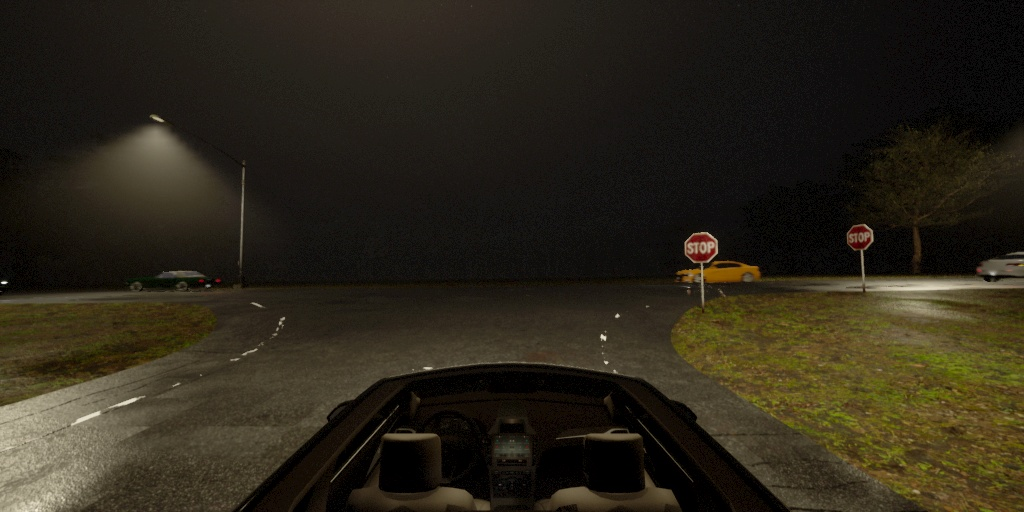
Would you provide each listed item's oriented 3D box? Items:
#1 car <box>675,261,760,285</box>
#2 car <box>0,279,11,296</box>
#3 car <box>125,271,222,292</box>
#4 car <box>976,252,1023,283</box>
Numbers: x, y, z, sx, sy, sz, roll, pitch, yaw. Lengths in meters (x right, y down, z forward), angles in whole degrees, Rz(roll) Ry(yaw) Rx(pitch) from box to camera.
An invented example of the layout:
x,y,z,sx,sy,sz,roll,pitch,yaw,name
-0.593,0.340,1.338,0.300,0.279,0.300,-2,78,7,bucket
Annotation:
x,y,z,sx,sy,sz,roll,pitch,yaw,name
13.216,1.100,23.227,5.008,1.535,1.882,-2,-3,-1,car
-25.926,1.305,16.117,4.718,1.301,1.895,-1,-3,1,car
-21.709,1.640,23.068,4.718,1.301,1.895,-1,-3,1,car
24.288,0.510,16.458,4.674,1.442,1.812,-1,-3,-1,car
